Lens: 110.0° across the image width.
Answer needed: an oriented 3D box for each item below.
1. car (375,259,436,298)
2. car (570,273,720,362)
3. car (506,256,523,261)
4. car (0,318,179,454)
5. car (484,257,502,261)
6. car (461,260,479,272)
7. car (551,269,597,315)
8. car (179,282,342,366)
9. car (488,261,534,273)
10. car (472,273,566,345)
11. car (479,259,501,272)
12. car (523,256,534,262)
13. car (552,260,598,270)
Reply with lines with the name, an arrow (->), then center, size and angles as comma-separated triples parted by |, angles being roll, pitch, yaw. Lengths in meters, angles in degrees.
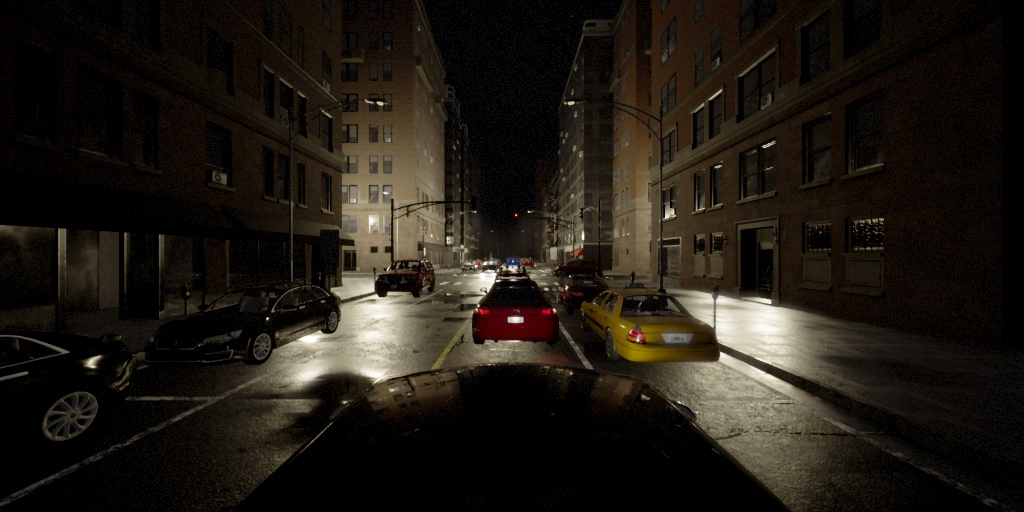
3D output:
car -> -5.354, 1.062, 18.719 | 2.192, 1.841, 5.009 | 0, 0, 0
car -> 2.648, 1.275, 8.038 | 1.751, 1.417, 4.829 | 0, 0, 0
car -> 0.189, 0.959, 57.731 | 2.150, 2.045, 5.566 | 0, 0, 0
car -> -5.388, 1.300, 2.481 | 2.007, 1.370, 4.403 | 0, 0, 0
car -> -2.732, 1.231, 54.895 | 2.128, 1.511, 4.902 | 0, 0, 0
car -> -5.299, 1.293, 45.182 | 2.007, 1.370, 4.403 | 0, 0, 0
car -> 2.659, 1.330, 13.281 | 1.802, 1.307, 4.207 | 0, 0, 0
car -> -5.377, 1.300, 7.894 | 2.007, 1.370, 4.403 | 0, 0, 0
car -> 0.035, 1.239, 19.420 | 2.128, 1.511, 4.902 | 0, 0, 0
car -> 0.082, 1.313, 9.550 | 1.994, 1.385, 4.181 | 0, 0, 0
car -> -2.760, 1.344, 45.326 | 1.895, 1.301, 4.718 | 0, 0, 0
car -> 2.760, 1.176, 61.521 | 1.967, 1.591, 4.097 | 0, 0, 0
car -> 5.935, 1.131, 33.273 | 4.553, 1.767, 2.097 | 0, 0, 0
